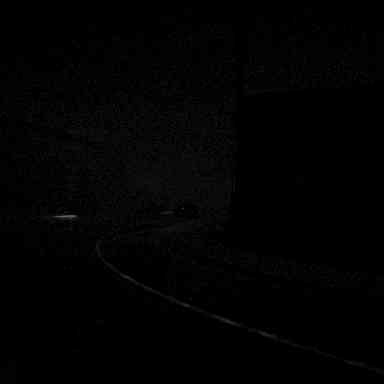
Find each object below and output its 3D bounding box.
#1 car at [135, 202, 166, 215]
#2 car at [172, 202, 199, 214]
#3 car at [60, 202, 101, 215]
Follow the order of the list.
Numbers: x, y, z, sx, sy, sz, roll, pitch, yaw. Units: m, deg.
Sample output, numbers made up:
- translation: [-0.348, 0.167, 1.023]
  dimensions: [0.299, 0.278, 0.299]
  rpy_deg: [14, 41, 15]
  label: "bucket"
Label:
- translation: [-4.811, 1.914, 39.317]
  dimensions: [2.033, 1.411, 5.357]
  rpy_deg: [0, -1, 19]
  label: "car"
- translation: [-0.753, 1.932, 40.373]
  dimensions: [2.033, 1.411, 5.357]
  rpy_deg: [0, -1, 19]
  label: "car"
- translation: [-12.723, 1.887, 38.347]
  dimensions: [2.033, 1.411, 5.357]
  rpy_deg: [0, -1, 19]
  label: "car"
